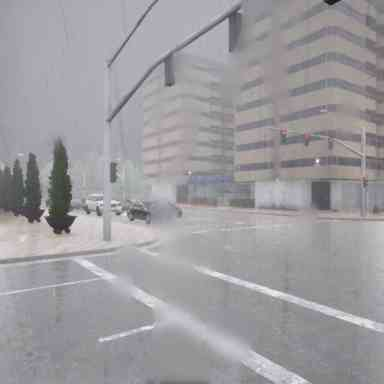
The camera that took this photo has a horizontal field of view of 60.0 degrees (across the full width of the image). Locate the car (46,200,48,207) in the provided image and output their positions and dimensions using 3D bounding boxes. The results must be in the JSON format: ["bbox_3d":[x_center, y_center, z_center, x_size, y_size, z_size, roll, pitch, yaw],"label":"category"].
[{"bbox_3d":[-20.423,1.478,49.488,1.882,1.535,5.008,0,0,-34],"label":"car"}]

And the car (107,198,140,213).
[{"bbox_3d":[-7.810,1.505,37.460,1.837,1.490,4.892,0,0,-35],"label":"car"}]

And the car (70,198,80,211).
[{"bbox_3d":[-14.457,1.526,40.856,1.812,1.442,4.674,0,0,-35],"label":"car"}]

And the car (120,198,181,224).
[{"bbox_3d":[-3.197,1.491,24.737,2.128,1.511,4.902,0,0,-35],"label":"car"}]

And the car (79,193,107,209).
[{"bbox_3d":[-13.708,1.221,45.944,2.150,2.045,5.566,0,0,-34],"label":"car"}]

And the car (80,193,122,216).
[{"bbox_3d":[-8.847,1.222,32.827,2.150,2.045,5.566,0,0,-35],"label":"car"}]

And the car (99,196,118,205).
[{"bbox_3d":[-15.409,1.526,60.906,1.812,1.442,4.674,0,0,-35],"label":"car"}]

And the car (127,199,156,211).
[{"bbox_3d":[-6.402,1.564,41.898,1.994,1.385,4.181,0,0,-35],"label":"car"}]
